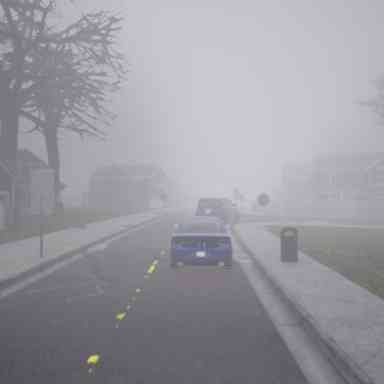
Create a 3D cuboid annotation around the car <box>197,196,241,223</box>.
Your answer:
[{"bbox_3d":[1.966,1.418,24.446,2.150,2.045,5.566,-1,0,19],"label":"car"}]

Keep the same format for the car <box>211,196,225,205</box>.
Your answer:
[{"bbox_3d":[5.914,1.845,75.100,2.150,2.045,5.566,0,-1,13],"label":"car"}]

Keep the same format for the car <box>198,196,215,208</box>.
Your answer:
[{"bbox_3d":[2.613,1.705,59.394,2.150,2.045,5.566,0,0,11],"label":"car"}]

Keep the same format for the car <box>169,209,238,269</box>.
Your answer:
[{"bbox_3d":[0.339,1.568,11.619,1.882,1.535,5.008,0,0,2],"label":"car"}]
